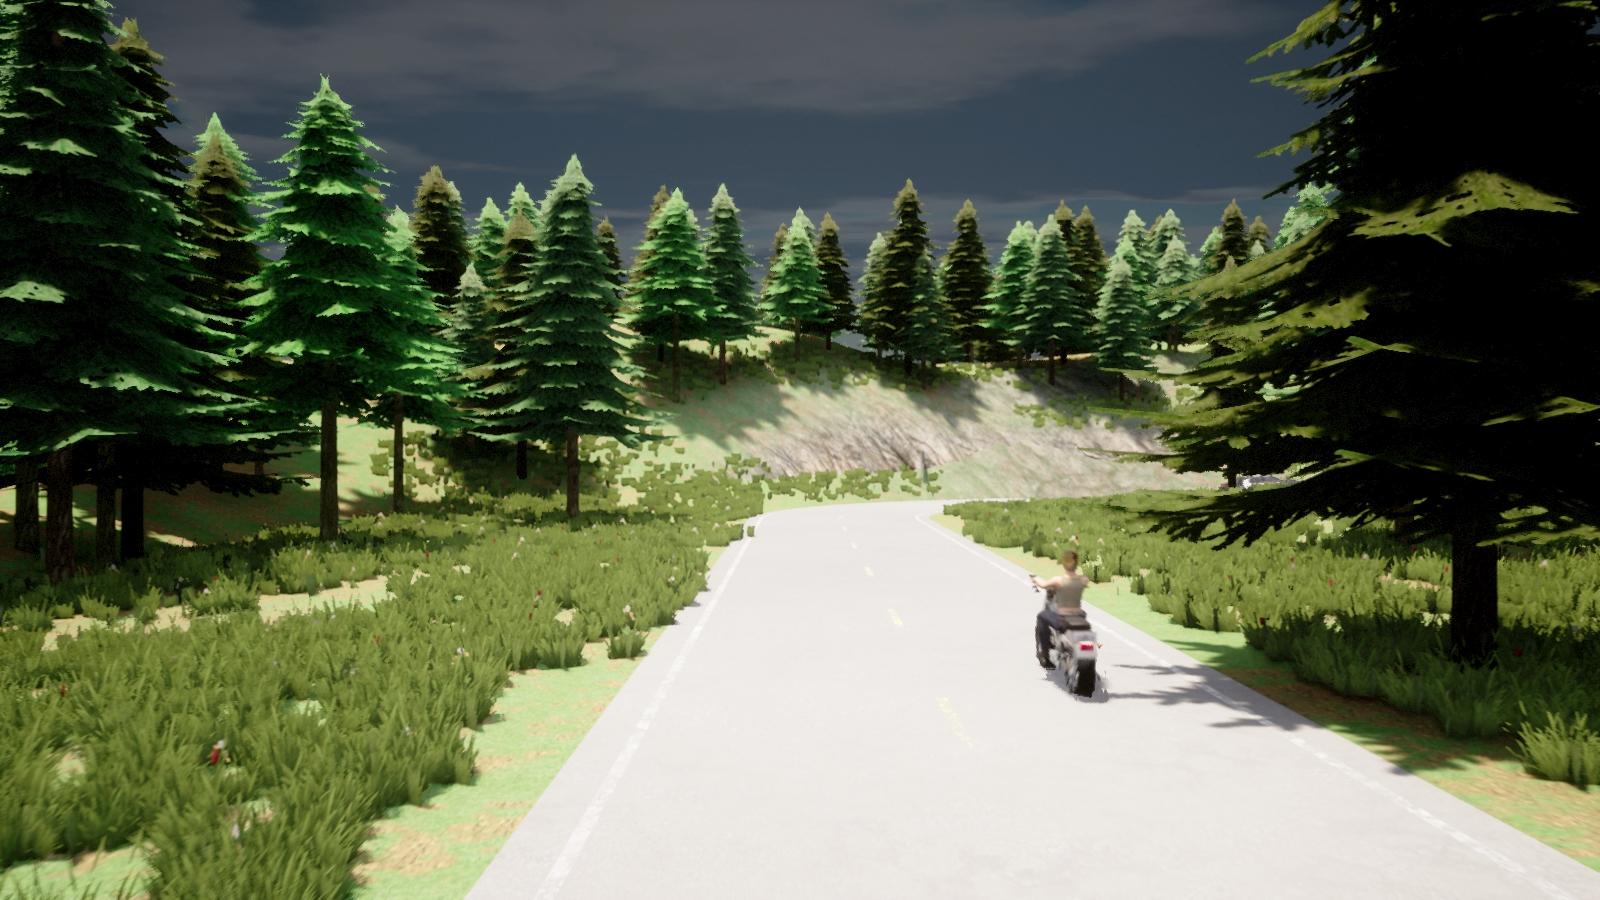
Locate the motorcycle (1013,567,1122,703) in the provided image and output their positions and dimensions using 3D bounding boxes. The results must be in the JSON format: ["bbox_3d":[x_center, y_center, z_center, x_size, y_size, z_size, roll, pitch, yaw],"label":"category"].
[{"bbox_3d":[3.187,2.177,13.852,0.764,1.277,2.356,0,0,0],"label":"motorcycle"}]
